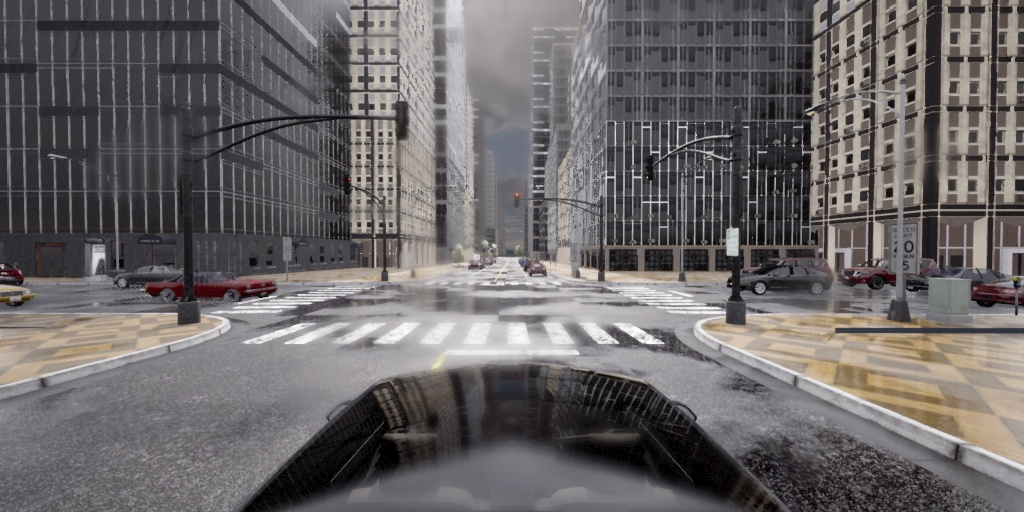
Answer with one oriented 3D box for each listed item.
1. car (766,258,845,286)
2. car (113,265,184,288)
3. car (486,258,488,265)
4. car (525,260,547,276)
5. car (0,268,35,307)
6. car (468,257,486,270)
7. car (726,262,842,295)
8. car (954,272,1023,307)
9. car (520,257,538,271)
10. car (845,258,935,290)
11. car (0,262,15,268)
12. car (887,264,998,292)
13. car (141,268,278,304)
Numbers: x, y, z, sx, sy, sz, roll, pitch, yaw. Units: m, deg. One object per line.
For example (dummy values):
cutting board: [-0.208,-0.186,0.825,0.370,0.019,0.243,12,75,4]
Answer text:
car: [16.575,1.024,21.811,5.009,1.841,2.192,0,0,0]
car: [-21.436,1.204,21.751,4.403,1.370,2.007,0,0,0]
car: [-5.277,1.307,58.034,1.802,1.307,4.207,0,0,0]
car: [2.556,1.319,35.955,1.802,1.307,4.207,0,0,0]
car: [-21.253,1.301,13.612,4.829,1.417,1.751,0,0,0]
car: [-5.281,1.168,52.509,1.967,1.591,4.097,0,0,0]
car: [14.185,1.250,19.189,4.892,1.490,1.837,0,1,1]
car: [20.189,1.417,13.678,4.207,1.307,1.802,0,0,0]
car: [2.584,1.046,47.004,2.192,1.841,5.009,0,0,0]
car: [22.907,1.032,21.821,5.009,1.841,2.192,0,0,0]
car: [-25.544,1.208,16.191,5.008,1.535,1.882,0,1,0]
car: [24.008,1.305,19.220,5.357,1.411,2.033,0,1,0]
car: [-13.215,1.353,16.001,4.718,1.301,1.895,0,1,3]
